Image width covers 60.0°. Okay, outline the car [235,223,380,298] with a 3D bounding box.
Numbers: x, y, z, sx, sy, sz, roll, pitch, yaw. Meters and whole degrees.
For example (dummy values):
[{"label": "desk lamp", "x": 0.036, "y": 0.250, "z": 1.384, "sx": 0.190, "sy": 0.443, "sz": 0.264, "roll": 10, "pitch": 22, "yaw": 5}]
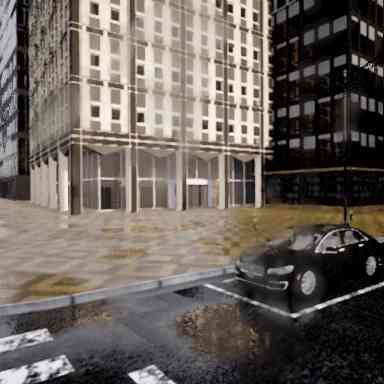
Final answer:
[{"label": "car", "x": 3.008, "y": 1.501, "z": 8.275, "sx": 4.403, "sy": 1.369, "sz": 2.008, "roll": 0, "pitch": 0, "yaw": -36}]
